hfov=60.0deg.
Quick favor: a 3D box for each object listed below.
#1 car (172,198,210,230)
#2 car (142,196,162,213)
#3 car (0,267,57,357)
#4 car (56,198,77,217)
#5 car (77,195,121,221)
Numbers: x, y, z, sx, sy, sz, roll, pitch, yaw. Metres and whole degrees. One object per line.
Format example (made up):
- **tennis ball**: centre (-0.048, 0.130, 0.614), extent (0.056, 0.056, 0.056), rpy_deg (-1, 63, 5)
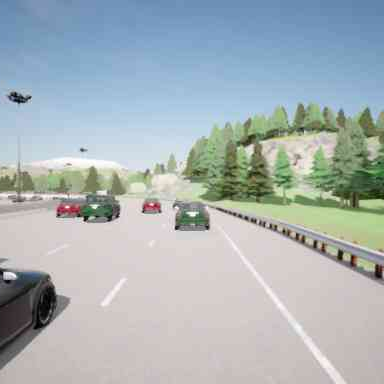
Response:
- **car**: centre (-0.022, 1.351, 21.344), extent (2.097, 1.767, 4.553), rpy_deg (0, 0, -1)
- **car**: centre (-4.525, 1.349, 37.505), extent (2.097, 1.767, 4.553), rpy_deg (0, 0, -5)
- **car**: centre (-3.400, 1.564, 4.280), extent (1.994, 1.385, 4.181), rpy_deg (0, 0, 0)
- **car**: centre (-10.999, 1.350, 31.079), extent (2.097, 1.767, 4.553), rpy_deg (0, 0, -4)
- **car**: centre (-7.217, 1.220, 26.892), extent (2.150, 2.045, 5.566), rpy_deg (0, 0, -3)
